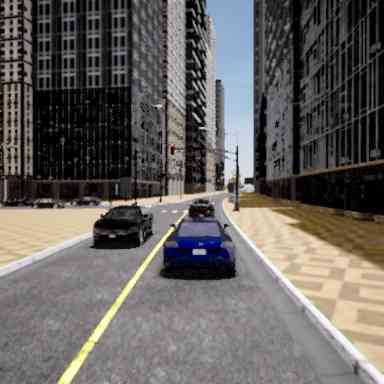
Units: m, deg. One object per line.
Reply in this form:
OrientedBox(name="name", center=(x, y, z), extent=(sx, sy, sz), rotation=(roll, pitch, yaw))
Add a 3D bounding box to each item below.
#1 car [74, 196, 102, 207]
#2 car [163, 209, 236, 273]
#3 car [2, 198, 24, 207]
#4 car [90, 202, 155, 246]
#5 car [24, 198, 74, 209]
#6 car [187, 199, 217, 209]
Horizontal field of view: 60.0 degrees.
OrientedBox(name="car", center=(-15.087, 1.331, 47.336), extent=(4.403, 1.369, 2.008), rotation=(-1, 1, 12))
OrientedBox(name="car", center=(0.236, 1.455, 10.372), extent=(1.994, 1.385, 4.181), rotation=(0, 1, 1))
OrientedBox(name="car", center=(-26.098, 1.516, 49.640), extent=(4.313, 1.339, 1.947), rotation=(-1, 1, 12))
OrientedBox(name="car", center=(-2.832, 1.321, 14.644), extent=(1.882, 1.535, 5.008), rotation=(0, 1, 2))
OrientedBox(name="car", center=(-16.801, 1.381, 39.134), extent=(4.403, 1.369, 2.008), rotation=(-1, 1, 12))
OrientedBox(name="car", center=(0.729, 1.244, 24.192), extent=(1.837, 1.490, 4.892), rotation=(0, 1, 3))
